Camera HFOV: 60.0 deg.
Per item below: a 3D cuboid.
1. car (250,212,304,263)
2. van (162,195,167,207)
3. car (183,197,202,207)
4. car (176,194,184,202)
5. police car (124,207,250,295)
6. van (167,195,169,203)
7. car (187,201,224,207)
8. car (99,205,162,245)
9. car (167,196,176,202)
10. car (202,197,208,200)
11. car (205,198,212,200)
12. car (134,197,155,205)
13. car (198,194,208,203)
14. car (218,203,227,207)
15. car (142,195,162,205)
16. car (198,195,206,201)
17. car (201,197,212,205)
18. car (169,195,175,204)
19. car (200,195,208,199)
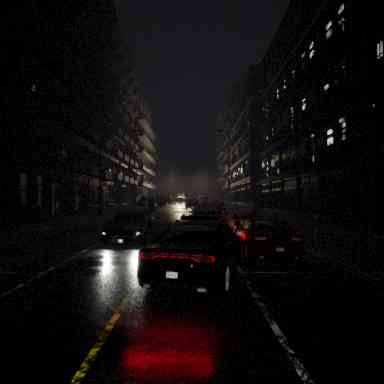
[{"bbox_3d":[2.592,1.554,11.984,1.887,1.381,4.507,1,0,0],"label":"car"},{"bbox_3d":[-5.256,1.427,50.765,1.690,1.788,3.998,2,0,0],"label":"van"},{"bbox_3d":[0.047,1.674,45.859,1.895,1.301,4.718,0,0,0],"label":"car"},{"bbox_3d":[-2.695,1.409,78.246,2.150,2.045,5.566,0,0,0],"label":"car"},{"bbox_3d":[0.281,1.431,9.035,1.930,1.638,5.238,0,0,15],"label":"police car"},{"bbox_3d":[-5.253,1.446,56.297,1.690,1.788,3.998,1,0,0],"label":"van"},{"bbox_3d":[0.837,1.495,18.653,1.882,1.535,5.008,0,0,0],"label":"car"},{"bbox_3d":[-2.838,1.560,15.837,2.033,1.411,5.357,0,0,0],"label":"car"},{"bbox_3d":[-5.240,1.780,83.950,1.947,1.339,4.313,1,0,0],"label":"car"},{"bbox_3d":[2.611,1.608,39.638,2.008,1.369,4.403,1,0,0],"label":"car"},{"bbox_3d":[2.607,1.591,34.106,1.887,1.381,4.507,1,0,0],"label":"car"},{"bbox_3d":[-5.272,1.571,34.005,1.752,1.417,4.829,2,0,0],"label":"car"},{"bbox_3d":[2.608,1.504,78.354,2.192,1.841,5.009,1,0,0],"label":"car"},{"bbox_3d":[2.597,1.541,17.686,1.752,1.417,4.829,1,0,0],"label":"car"},{"bbox_3d":[-5.263,1.373,39.707,2.192,1.841,5.009,2,0,0],"label":"car"},{"bbox_3d":[2.612,1.681,89.417,1.967,1.590,4.097,1,0,0],"label":"car"},{"bbox_3d":[2.626,1.668,61.760,1.887,1.381,4.507,1,0,0],"label":"car"},{"bbox_3d":[-5.245,1.460,67.358,2.192,1.841,5.009,1,0,0],"label":"car"},{"bbox_3d":[2.622,1.649,56.230,1.887,1.381,4.507,1,0,0],"label":"car"}]
